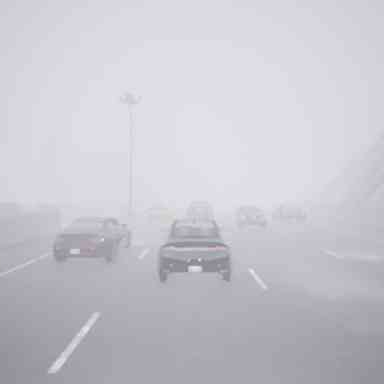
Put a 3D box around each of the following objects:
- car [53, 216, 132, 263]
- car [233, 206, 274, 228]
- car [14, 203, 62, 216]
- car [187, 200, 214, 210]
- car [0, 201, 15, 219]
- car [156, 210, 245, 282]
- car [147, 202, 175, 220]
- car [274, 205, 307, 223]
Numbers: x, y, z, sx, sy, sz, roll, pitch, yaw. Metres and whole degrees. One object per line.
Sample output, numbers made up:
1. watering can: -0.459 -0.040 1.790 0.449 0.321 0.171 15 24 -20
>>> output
1. car: -3.435 1.577 12.067 1.812 1.442 4.674 0 0 0
2. car: 3.844 1.626 22.575 2.033 1.411 5.357 0 0 3
3. car: -13.347 1.735 29.734 1.895 1.301 4.718 0 0 5
4. car: 0.721 1.455 27.772 2.097 1.767 4.553 0 0 4
5. car: -16.880 1.617 29.461 1.882 1.535 5.008 0 -1 5
6. car: 0.074 1.529 9.913 2.128 1.511 4.902 0 0 0
7. car: -2.642 1.593 29.636 1.882 1.535 5.008 0 0 5
8. car: 7.618 1.688 26.634 1.895 1.301 4.718 0 0 4
